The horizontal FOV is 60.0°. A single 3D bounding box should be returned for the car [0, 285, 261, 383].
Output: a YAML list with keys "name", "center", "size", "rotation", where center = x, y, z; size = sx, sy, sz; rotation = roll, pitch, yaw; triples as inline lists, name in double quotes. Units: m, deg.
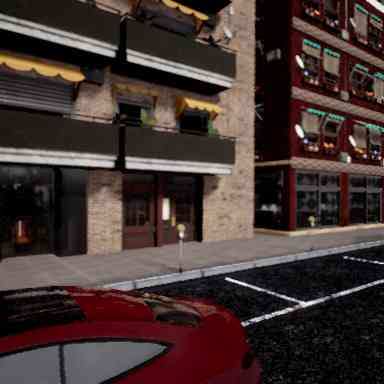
- name: "car"
  center: [-1.525, 1.525, 2.292]
  size: [4.674, 1.442, 1.812]
  rotation: [0, 0, -35]
